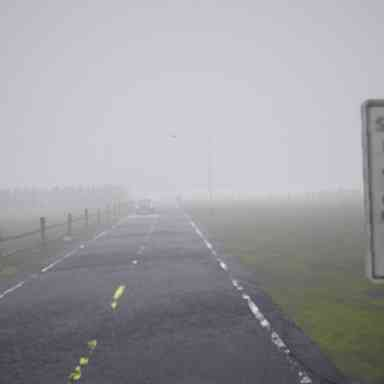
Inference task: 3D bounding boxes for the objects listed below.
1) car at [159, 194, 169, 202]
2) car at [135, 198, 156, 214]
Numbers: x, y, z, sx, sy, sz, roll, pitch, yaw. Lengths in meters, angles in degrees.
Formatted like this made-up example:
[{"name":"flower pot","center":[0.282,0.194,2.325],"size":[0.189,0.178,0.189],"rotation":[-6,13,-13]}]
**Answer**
[{"name":"car","center":[-6.543,1.696,80.309],"size":[1.895,1.301,4.718],"rotation":[-2,0,-6]},{"name":"car","center":[-5.243,1.506,37.755],"size":[2.097,1.767,4.553],"rotation":[-2,0,-5]}]
